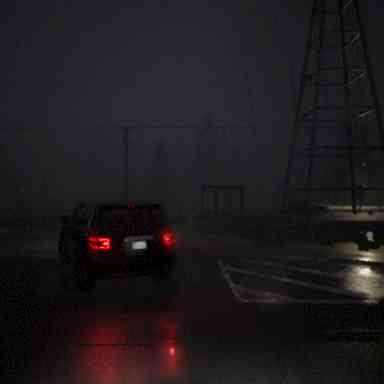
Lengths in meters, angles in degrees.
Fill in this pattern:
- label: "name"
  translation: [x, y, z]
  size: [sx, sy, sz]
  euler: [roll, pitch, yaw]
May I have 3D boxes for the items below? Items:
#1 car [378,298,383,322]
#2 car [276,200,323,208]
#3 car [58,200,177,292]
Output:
- label: "car"
  translation: [4.896, 1.539, 4.639]
  size: [3.905, 1.438, 1.784]
  euler: [0, 0, 0]
- label: "car"
  translation: [10.873, 1.609, 33.271]
  size: [5.008, 1.535, 1.882]
  euler: [0, 0, 2]
- label: "car"
  translation: [-2.367, 1.256, 9.458]
  size: [2.150, 2.045, 5.566]
  euler: [0, -1, -28]
